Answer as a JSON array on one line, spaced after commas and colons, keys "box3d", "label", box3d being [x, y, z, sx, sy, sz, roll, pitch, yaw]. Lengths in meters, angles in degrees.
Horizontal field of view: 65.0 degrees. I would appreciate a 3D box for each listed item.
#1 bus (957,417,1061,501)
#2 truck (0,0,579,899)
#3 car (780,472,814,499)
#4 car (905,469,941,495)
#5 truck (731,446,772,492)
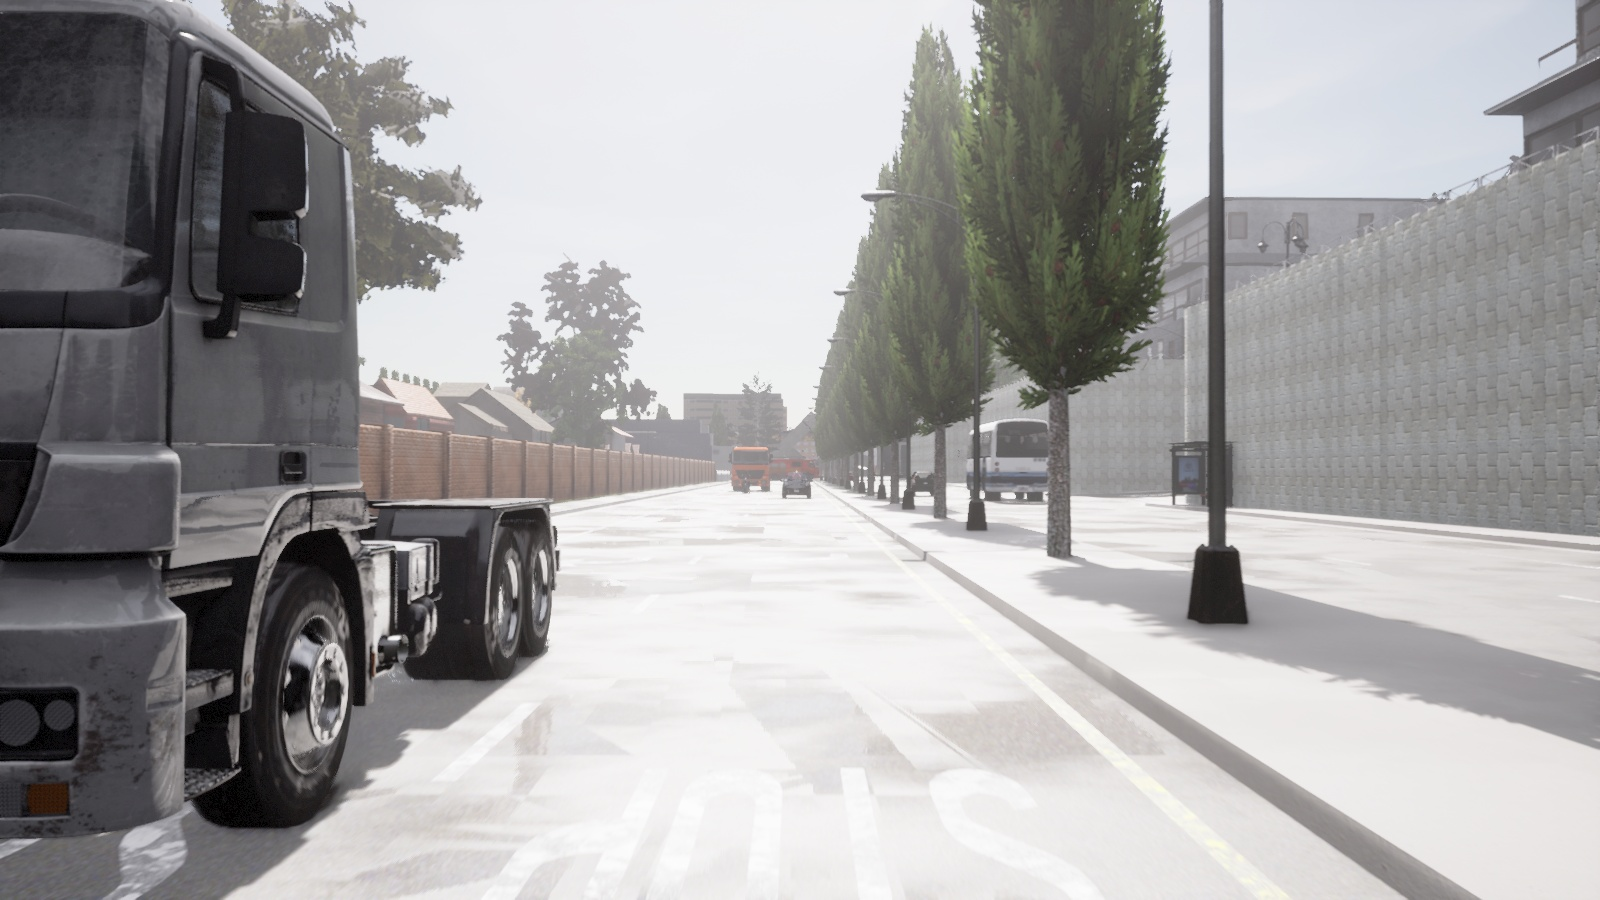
[{"box3d": [11.325, 0.541, 69.355, 3.944, 4.253, 10.273, 0, -1, 0], "label": "bus"}, {"box3d": [-3.523, -0.019, 7.903, 2.891, 3.462, 7.936, 0, -1, 0], "label": "truck"}, {"box3d": [-0.174, 2.032, 71.819, 1.845, 1.501, 3.633, 0, -1, 0], "label": "car"}, {"box3d": [7.805, 2.020, 79.979, 1.851, 1.617, 3.988, 0, -1, 0], "label": "car"}, {"box3d": [-3.742, 1.496, 98.492, 2.891, 3.462, 7.936, 0, -1, 0], "label": "truck"}]
